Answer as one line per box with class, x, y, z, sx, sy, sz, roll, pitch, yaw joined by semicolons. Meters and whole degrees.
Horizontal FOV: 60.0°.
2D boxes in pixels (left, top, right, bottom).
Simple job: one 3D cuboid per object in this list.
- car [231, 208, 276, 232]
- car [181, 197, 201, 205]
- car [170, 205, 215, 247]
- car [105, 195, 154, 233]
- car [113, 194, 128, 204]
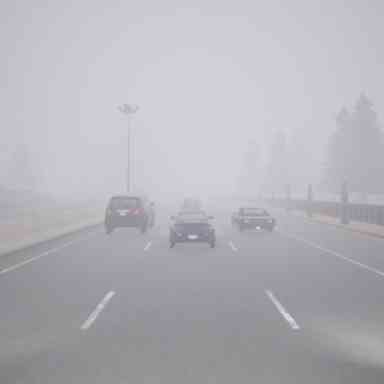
car;3.485;1.589;19.838;1.895;1.301;4.718;0;0;0
car;-0.111;1.333;36.085;2.097;1.767;4.553;0;0;0
car;0.002;1.517;14.808;1.812;1.442;4.674;0;0;0
car;-3.513;1.211;19.509;2.150;2.045;5.566;0;0;0
car;-11.464;1.128;53.590;2.033;1.411;5.357;0;0;-7
